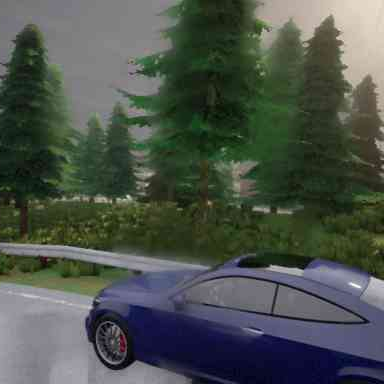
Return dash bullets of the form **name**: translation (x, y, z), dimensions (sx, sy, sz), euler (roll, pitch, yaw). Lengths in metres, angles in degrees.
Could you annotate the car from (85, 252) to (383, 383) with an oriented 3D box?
- **car**: translation (0.787, 1.499, 4.077), dimensions (4.674, 1.442, 1.812), euler (1, 1, 31)
